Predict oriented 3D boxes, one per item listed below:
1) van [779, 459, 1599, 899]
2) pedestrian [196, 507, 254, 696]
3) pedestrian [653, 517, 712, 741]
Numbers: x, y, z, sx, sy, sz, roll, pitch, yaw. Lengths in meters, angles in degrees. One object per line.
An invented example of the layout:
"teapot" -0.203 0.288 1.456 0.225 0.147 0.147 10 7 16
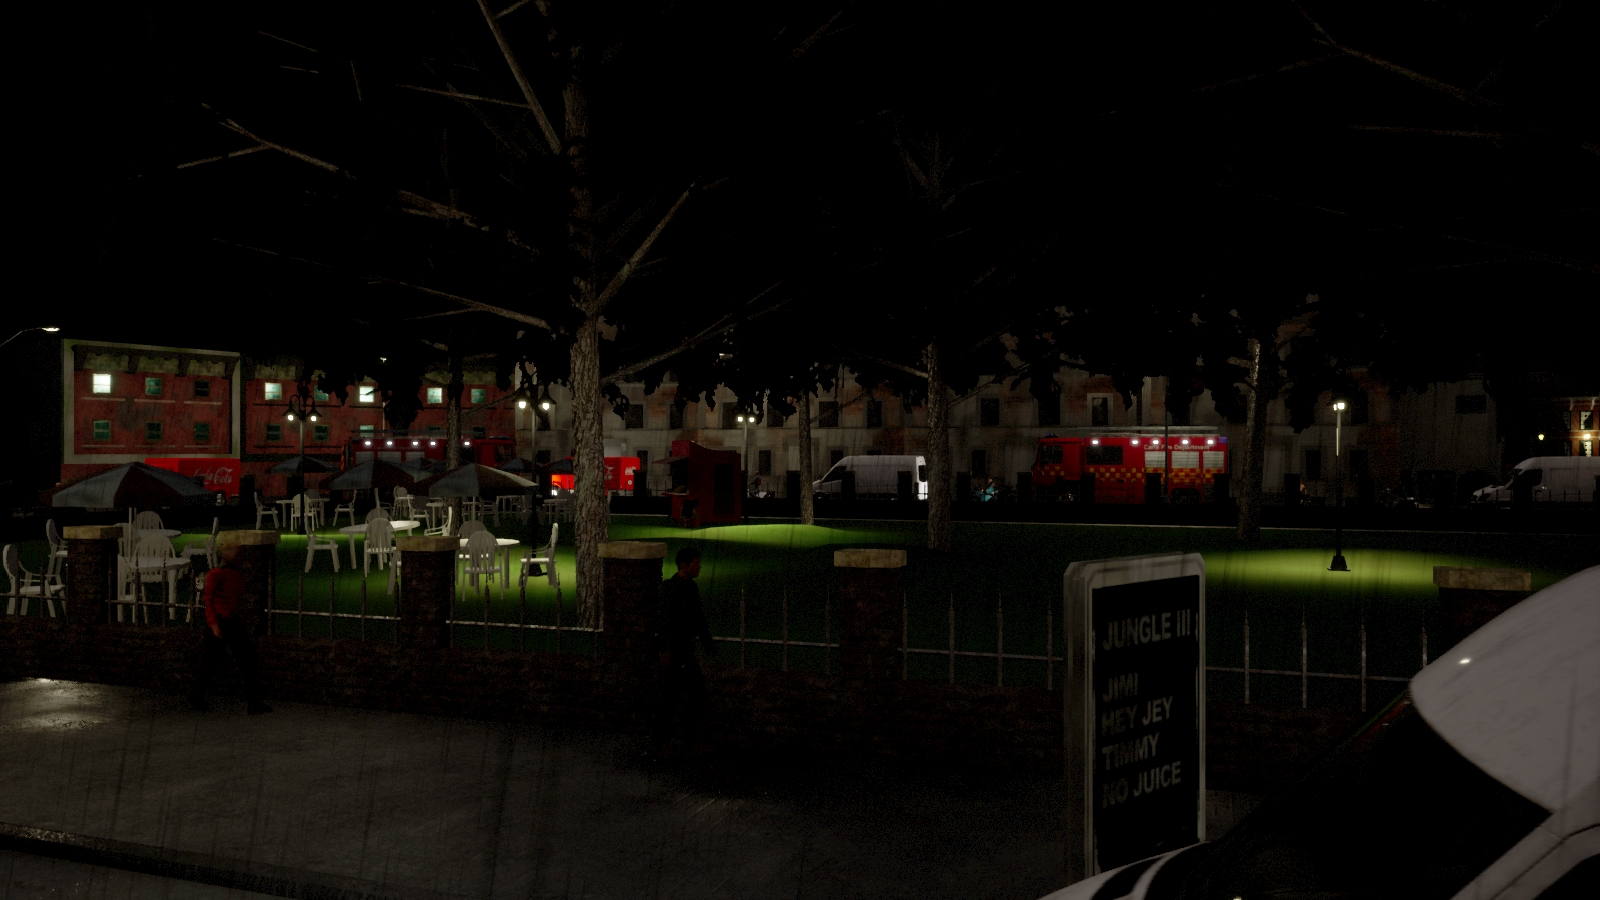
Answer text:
"van" 3.070 1.314 2.725 5.915 2.561 1.988 0 0 20
"pedestrian" -5.875 1.529 11.676 0.375 1.860 0.375 0 0 20
"pedestrian" -1.015 1.527 9.903 0.375 1.860 0.375 0 0 20
